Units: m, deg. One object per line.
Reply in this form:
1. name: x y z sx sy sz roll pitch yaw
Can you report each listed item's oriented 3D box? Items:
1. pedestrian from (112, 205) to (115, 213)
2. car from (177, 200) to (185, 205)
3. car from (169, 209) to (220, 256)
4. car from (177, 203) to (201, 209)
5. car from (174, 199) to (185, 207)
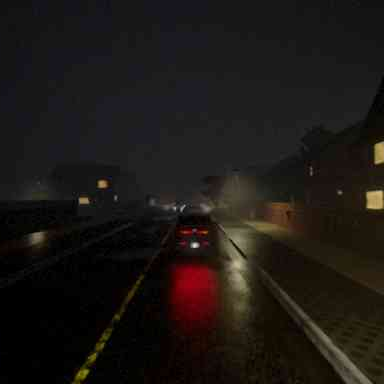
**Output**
1. pedestrian: -9.915 1.878 41.881 0.375 1.860 0.375 0 -2 5
2. car: -2.759 2.617 83.957 1.895 1.301 4.718 0 -1 0
3. car: 0.098 1.632 13.723 1.837 1.490 4.892 0 -2 0
4. car: 0.066 1.805 25.545 2.033 1.411 5.357 0 -1 -1
5. car: -2.758 2.310 68.383 1.837 1.490 4.892 0 -1 0
